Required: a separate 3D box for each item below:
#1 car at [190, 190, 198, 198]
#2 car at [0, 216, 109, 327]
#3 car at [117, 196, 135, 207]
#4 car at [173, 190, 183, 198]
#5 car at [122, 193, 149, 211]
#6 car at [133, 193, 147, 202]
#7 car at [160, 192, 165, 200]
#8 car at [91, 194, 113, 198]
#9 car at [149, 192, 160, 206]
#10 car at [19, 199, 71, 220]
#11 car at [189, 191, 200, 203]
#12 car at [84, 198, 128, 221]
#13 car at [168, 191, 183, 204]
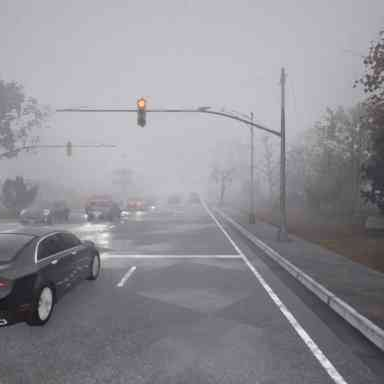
[{"bbox_3d":[0.440,0.455,74.285,1.882,1.535,5.008,0,3,0],"label":"car"},{"bbox_3d":[-3.377,1.505,7.034,1.837,1.490,4.892,0,0,0],"label":"car"},{"bbox_3d":[-10.296,1.437,52.266,1.882,1.535,5.008,0,1,1],"label":"car"},{"bbox_3d":[-3.054,0.445,74.496,1.882,1.535,5.008,0,3,0],"label":"car"},{"bbox_3d":[-6.878,1.351,40.002,2.097,1.767,4.553,0,0,0],"label":"car"},{"bbox_3d":[-10.151,0.982,65.062,1.812,1.442,4.674,0,3,1],"label":"car"},{"bbox_3d":[-6.601,0.800,68.366,1.882,1.535,5.008,0,3,0],"label":"car"},{"bbox_3d":[-10.416,1.222,37.915,2.150,2.045,5.566,0,0,1],"label":"car"},{"bbox_3d":[-6.788,1.305,52.641,2.097,1.767,4.553,0,1,1],"label":"car"},{"bbox_3d":[-10.488,1.351,24.083,2.097,1.767,4.553,0,0,0],"label":"car"},{"bbox_3d":[0.445,1.200,60.002,2.128,1.511,4.902,0,3,0],"label":"car"},{"bbox_3d":[-6.967,1.492,26.880,2.128,1.511,4.902,0,0,0],"label":"car"},{"bbox_3d":[-3.057,1.079,59.697,2.097,1.767,4.553,0,3,0],"label":"car"}]
